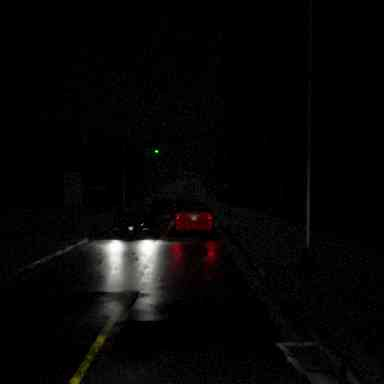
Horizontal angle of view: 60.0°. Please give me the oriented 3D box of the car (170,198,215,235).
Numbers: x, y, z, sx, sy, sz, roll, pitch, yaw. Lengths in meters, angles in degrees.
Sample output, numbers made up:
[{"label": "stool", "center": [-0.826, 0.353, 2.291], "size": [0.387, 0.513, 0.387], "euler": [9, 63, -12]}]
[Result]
[{"label": "car", "center": [0.098, 1.290, 18.328], "size": [2.097, 1.767, 4.553], "euler": [0, 0, 0]}]

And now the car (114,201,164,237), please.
[{"label": "car", "center": [-2.804, 1.447, 17.759], "size": [1.837, 1.490, 4.892], "euler": [0, 0, 0]}]

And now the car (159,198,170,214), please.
[{"label": "car", "center": [-2.469, 1.420, 33.954], "size": [1.837, 1.490, 4.892], "euler": [2, -1, -34]}]
